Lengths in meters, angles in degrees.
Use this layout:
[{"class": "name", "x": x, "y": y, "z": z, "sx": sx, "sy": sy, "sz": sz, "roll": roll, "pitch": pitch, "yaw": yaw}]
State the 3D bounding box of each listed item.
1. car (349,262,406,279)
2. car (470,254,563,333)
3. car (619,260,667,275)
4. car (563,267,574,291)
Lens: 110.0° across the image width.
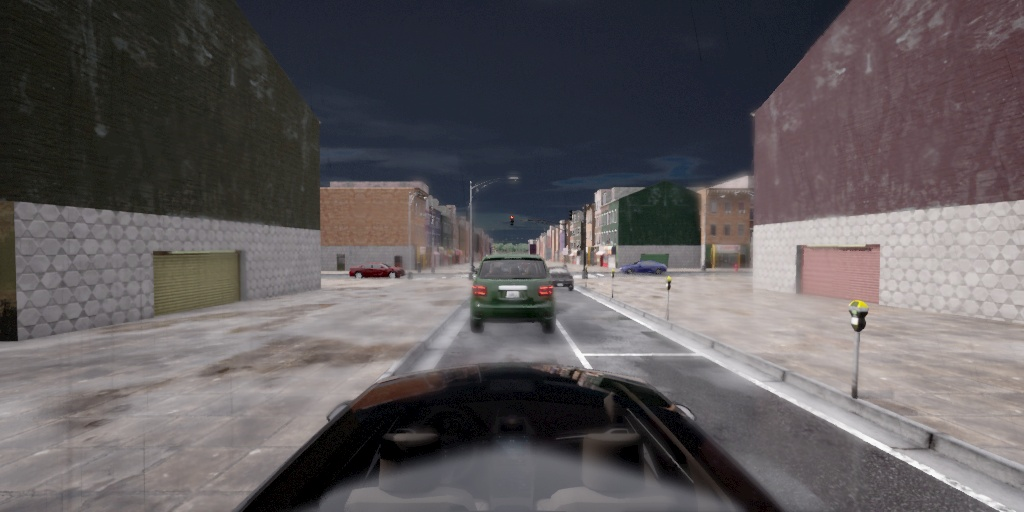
[{"class": "car", "x": -12.398, "y": 1.337, "z": 33.202, "sx": 5.008, "sy": 1.535, "sz": 1.882, "roll": 0, "pitch": 1, "yaw": -1}, {"class": "car", "x": 0.029, "y": 0.968, "z": 10.859, "sx": 2.150, "sy": 2.045, "sz": 5.566, "roll": 0, "pitch": 0, "yaw": 0}, {"class": "car", "x": 13.196, "y": 1.160, "z": 36.212, "sx": 4.674, "sy": 1.442, "sz": 1.812, "roll": 0, "pitch": 1, "yaw": 1}, {"class": "car", "x": 2.593, "y": 1.296, "z": 21.274, "sx": 2.007, "sy": 1.370, "sz": 4.403, "roll": 0, "pitch": 0, "yaw": 0}]
